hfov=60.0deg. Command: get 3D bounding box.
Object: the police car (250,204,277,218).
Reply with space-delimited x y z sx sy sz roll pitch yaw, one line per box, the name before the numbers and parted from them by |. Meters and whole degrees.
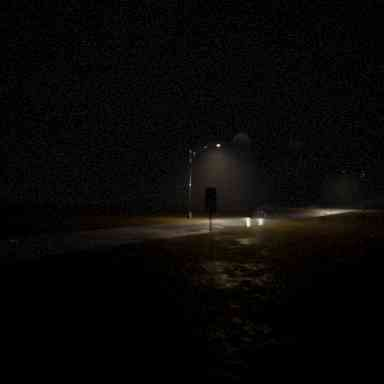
police car | 8.808 2.270 41.152 1.930 1.638 5.238 0 -1 35
